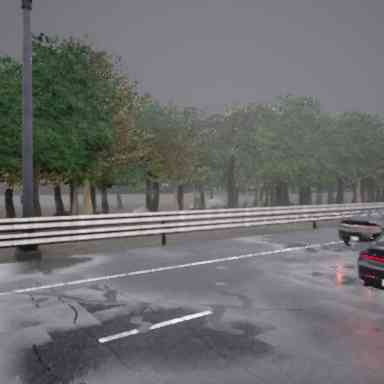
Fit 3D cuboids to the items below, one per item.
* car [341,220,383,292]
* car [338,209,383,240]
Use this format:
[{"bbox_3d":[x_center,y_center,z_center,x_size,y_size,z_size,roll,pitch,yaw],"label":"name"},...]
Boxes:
[{"bbox_3d":[5.721,1.461,7.572,4.892,1.490,1.837,-1,0,-34],"label":"car"},{"bbox_3d":[7.823,1.423,13.184,4.902,1.511,2.128,0,0,-33],"label":"car"}]
